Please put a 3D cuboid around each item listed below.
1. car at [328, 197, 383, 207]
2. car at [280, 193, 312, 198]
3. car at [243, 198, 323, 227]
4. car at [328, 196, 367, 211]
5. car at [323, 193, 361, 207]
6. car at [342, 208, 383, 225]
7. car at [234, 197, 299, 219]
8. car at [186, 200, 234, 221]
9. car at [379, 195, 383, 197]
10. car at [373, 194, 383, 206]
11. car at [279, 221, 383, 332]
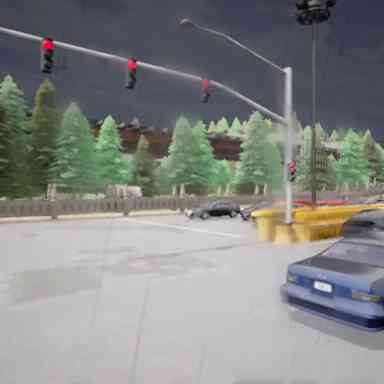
[{"bbox_3d":[13.347,1.371,26.401,4.902,1.511,2.128,0,0,-35],"label":"car"},{"bbox_3d":[9.806,1.098,32.463,5.566,2.045,2.150,0,0,-36],"label":"car"},{"bbox_3d":[5.833,1.400,21.015,5.008,1.535,1.882,0,0,-36],"label":"car"},{"bbox_3d":[17.931,1.274,38.213,5.008,1.535,1.882,-1,1,-36],"label":"car"},{"bbox_3d":[13.827,1.087,31.031,5.566,2.045,2.150,0,0,-35],"label":"car"},{"bbox_3d":[8.178,1.437,13.878,4.892,1.490,1.837,0,0,-35],"label":"car"},{"bbox_3d":[5.792,1.416,25.317,4.892,1.490,1.837,0,0,-36],"label":"car"},{"bbox_3d":[1.766,1.414,26.744,4.902,1.511,2.128,0,0,-36],"label":"car"},{"bbox_3d":[22.052,1.298,36.860,4.181,1.385,1.994,-2,1,-36],"label":"car"},{"bbox_3d":[25.989,0.975,44.017,4.181,1.385,1.994,-4,2,-36],"label":"car"},{"bbox_3d":[4.086,1.515,6.660,5.357,1.411,2.033,0,0,-36],"label":"car"}]
